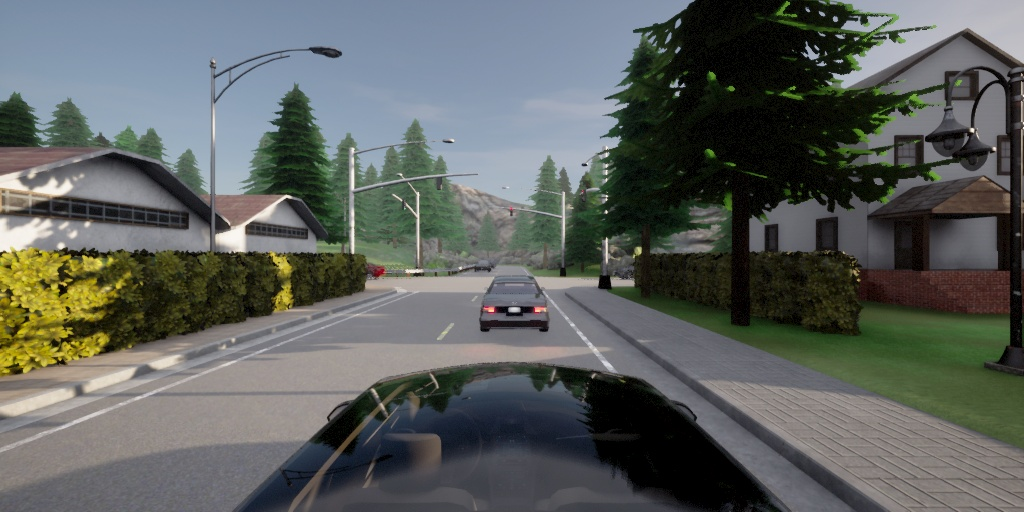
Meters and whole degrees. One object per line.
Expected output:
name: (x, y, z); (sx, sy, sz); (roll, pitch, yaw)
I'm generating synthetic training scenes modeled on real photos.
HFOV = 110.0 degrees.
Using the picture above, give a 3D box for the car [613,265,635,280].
car: (10.976, 1.226, 29.954); (4.902, 1.511, 2.128); (0, 0, 0)

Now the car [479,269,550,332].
car: (0.071, 1.297, 10.848); (2.033, 1.411, 5.357); (0, 0, 0)

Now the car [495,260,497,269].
car: (-3.548, 1.351, 55.238); (1.895, 1.301, 4.718); (0, 0, 0)

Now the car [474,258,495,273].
car: (-3.583, 1.228, 44.913); (1.882, 1.535, 5.008); (0, 0, 0)

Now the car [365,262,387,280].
car: (-13.172, 1.212, 30.136); (5.008, 1.535, 1.882); (0, 0, 0)
